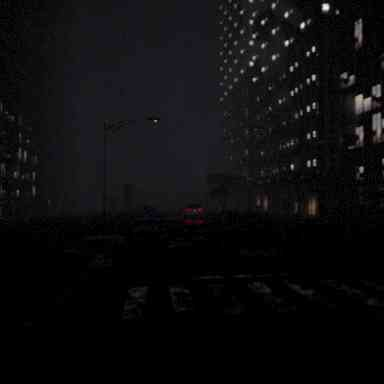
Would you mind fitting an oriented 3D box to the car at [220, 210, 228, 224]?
[{"bbox_3d":[4.061,2.536,34.518,1.947,1.339,4.313,-1,-2,-7],"label":"car"}]

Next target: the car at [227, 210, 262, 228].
[{"bbox_3d":[4.766,2.366,28.940,1.947,1.339,4.313,-1,-2,-7],"label":"car"}]

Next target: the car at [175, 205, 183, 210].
[{"bbox_3d":[-3.735,4.354,93.606,1.812,1.442,4.674,0,-2,-7],"label":"car"}]

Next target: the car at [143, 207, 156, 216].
[{"bbox_3d":[-7.073,3.230,55.780,2.008,1.369,4.403,-1,-2,-7],"label":"car"}]

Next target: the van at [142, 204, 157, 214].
[{"bbox_3d":[-4.963,2.501,39.052,1.690,1.788,3.998,-1,-2,-7],"label":"van"}]

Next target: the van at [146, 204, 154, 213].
[{"bbox_3d":[-9.192,3.548,72.519,1.690,1.788,3.998,-1,-2,-7],"label":"van"}]

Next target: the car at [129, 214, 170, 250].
[{"bbox_3d":[-2.138,2.031,16.731,2.008,1.369,4.403,-1,-2,-7],"label":"car"}]

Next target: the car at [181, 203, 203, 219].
[{"bbox_3d":[0.112,2.519,44.659,2.150,2.045,5.566,0,-2,-6],"label":"car"}]

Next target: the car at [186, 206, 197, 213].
[{"bbox_3d":[-0.168,3.594,67.987,1.802,1.307,4.206,-1,-2,-7],"label":"car"}]

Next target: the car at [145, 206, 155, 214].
[{"bbox_3d":[-8.482,3.575,66.936,1.887,1.381,4.507,-1,-2,-7],"label":"car"}]

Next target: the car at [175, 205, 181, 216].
[{"bbox_3d":[-1.246,3.102,55.145,1.882,1.535,5.008,0,-2,-7],"label":"car"}]

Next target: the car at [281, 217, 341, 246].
[{"bbox_3d":[6.175,2.012,17.783,2.008,1.369,4.403,-1,-2,-7],"label":"car"}]
